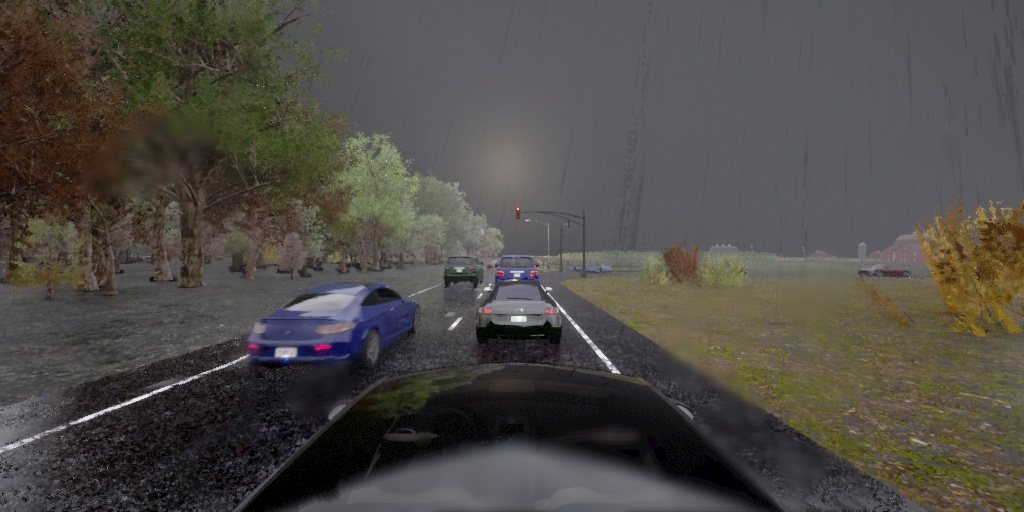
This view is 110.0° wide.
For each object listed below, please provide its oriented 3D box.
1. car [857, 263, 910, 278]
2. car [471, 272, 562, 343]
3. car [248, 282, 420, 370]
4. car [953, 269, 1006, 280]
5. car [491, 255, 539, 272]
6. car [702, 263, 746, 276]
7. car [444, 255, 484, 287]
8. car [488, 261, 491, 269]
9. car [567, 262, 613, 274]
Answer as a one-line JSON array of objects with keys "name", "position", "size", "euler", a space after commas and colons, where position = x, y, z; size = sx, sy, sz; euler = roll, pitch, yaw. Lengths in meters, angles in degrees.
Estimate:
[{"name": "car", "position": [43.116, 1.628, 41.679], "size": [4.553, 1.767, 2.097], "euler": [1, -1, 1]}, {"name": "car", "position": [0.169, 1.316, 9.672], "size": [1.994, 1.385, 4.181], "euler": [0, 0, 1]}, {"name": "car", "position": [-3.349, 1.277, 7.653], "size": [1.812, 1.442, 4.674], "euler": [0, 0, 1]}, {"name": "car", "position": [49.441, 1.849, 37.981], "size": [4.181, 1.385, 1.994], "euler": [1, -1, 2]}, {"name": "car", "position": [0.263, 0.976, 19.085], "size": [2.150, 2.045, 5.566], "euler": [0, 0, 1]}, {"name": "car", "position": [24.660, 1.577, 41.956], "size": [4.892, 1.490, 1.837], "euler": [0, -1, 1]}, {"name": "car", "position": [-3.187, 0.978, 24.440], "size": [2.150, 2.045, 5.566], "euler": [0, 0, 0]}, {"name": "car", "position": [-2.862, 1.321, 58.434], "size": [1.994, 1.385, 4.181], "euler": [0, 0, 1]}, {"name": "car", "position": [9.356, 1.469, 43.103], "size": [5.357, 1.411, 2.033], "euler": [0, -1, 15]}]
